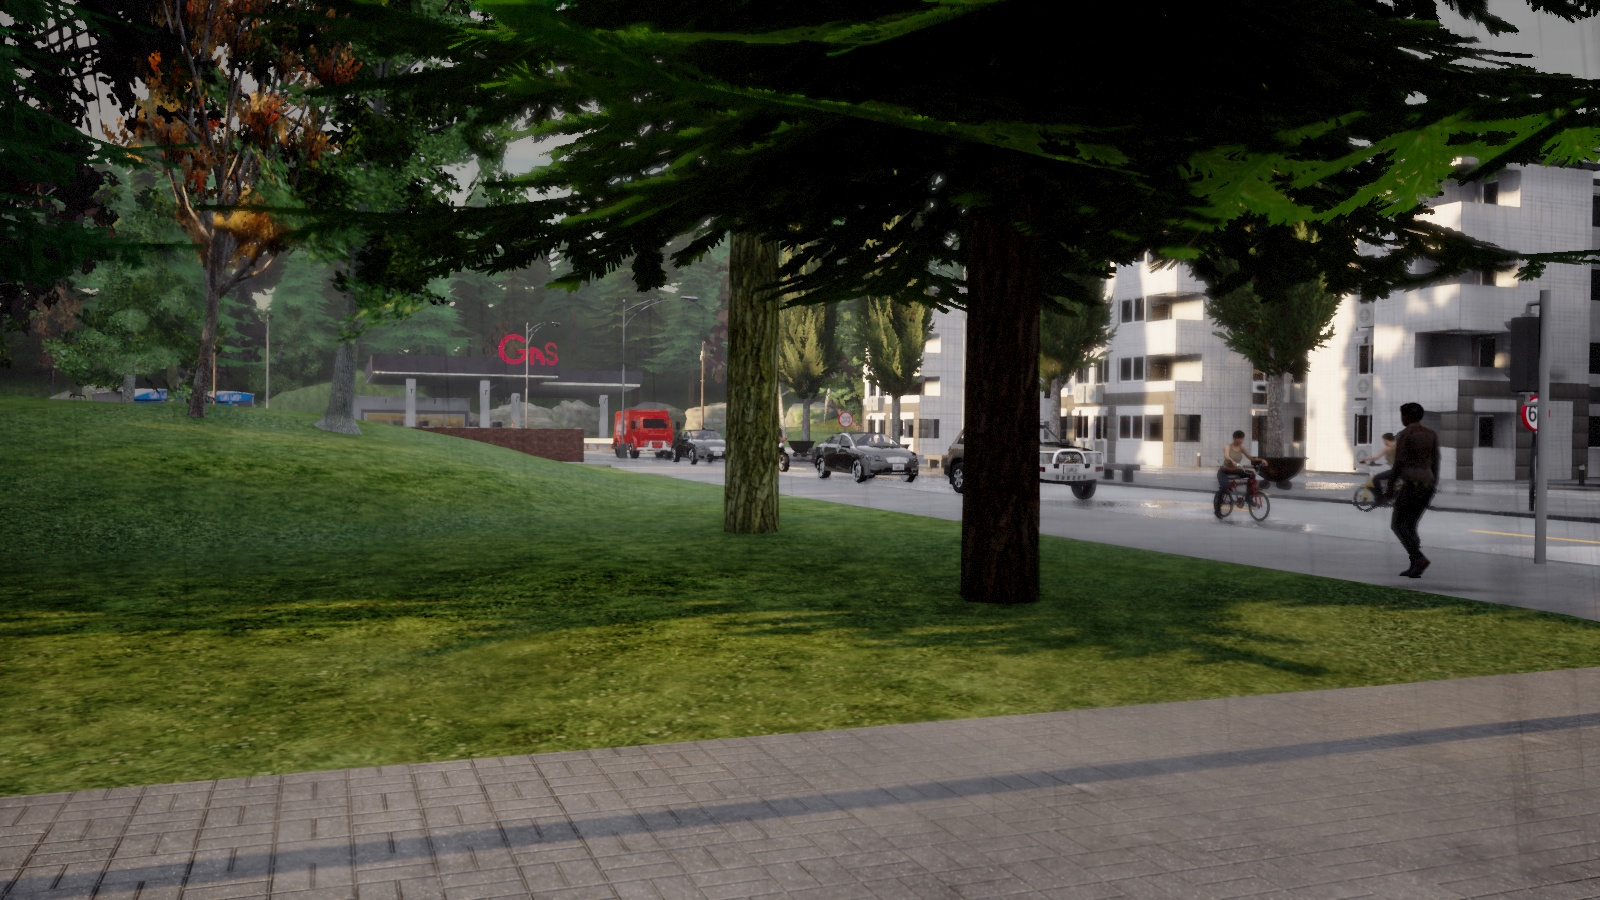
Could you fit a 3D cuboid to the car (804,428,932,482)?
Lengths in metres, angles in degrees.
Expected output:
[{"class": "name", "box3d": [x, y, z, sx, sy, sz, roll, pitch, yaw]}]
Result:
[{"class": "car", "box3d": [1.986, 0.106, 38.546, 2.128, 1.511, 4.902, -1, 1, -21]}]

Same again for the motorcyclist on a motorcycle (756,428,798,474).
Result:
[{"class": "motorcyclist on a motorcycle", "box3d": [-0.862, 0.008, 46.063, 0.766, 1.649, 2.350, -1, 1, -21]}]

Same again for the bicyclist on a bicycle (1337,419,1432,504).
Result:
[{"class": "bicyclist on a bicycle", "box3d": [11.497, 0.208, 24.756, 0.866, 1.612, 1.509, -1, 1, -21]}]

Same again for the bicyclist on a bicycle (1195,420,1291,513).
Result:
[{"class": "bicyclist on a bicycle", "box3d": [8.000, 0.278, 22.736, 0.866, 1.612, 1.509, -1, 1, -20]}]

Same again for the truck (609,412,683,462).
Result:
[{"class": "truck", "box3d": [-8.028, -0.655, 65.031, 2.627, 2.467, 5.204, -1, 1, -20]}]

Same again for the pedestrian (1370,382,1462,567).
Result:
[{"class": "pedestrian", "box3d": [6.214, 0.234, 12.690, 0.328, 1.805, 0.869, -1, 1, -17]}]

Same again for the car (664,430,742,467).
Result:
[{"class": "car", "box3d": [-4.336, -0.097, 55.233, 2.128, 1.511, 4.902, -1, 1, -21]}]

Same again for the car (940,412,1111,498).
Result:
[{"class": "car", "box3d": [5.250, 0.071, 29.922, 1.932, 1.855, 4.605, -1, 1, -21]}]
